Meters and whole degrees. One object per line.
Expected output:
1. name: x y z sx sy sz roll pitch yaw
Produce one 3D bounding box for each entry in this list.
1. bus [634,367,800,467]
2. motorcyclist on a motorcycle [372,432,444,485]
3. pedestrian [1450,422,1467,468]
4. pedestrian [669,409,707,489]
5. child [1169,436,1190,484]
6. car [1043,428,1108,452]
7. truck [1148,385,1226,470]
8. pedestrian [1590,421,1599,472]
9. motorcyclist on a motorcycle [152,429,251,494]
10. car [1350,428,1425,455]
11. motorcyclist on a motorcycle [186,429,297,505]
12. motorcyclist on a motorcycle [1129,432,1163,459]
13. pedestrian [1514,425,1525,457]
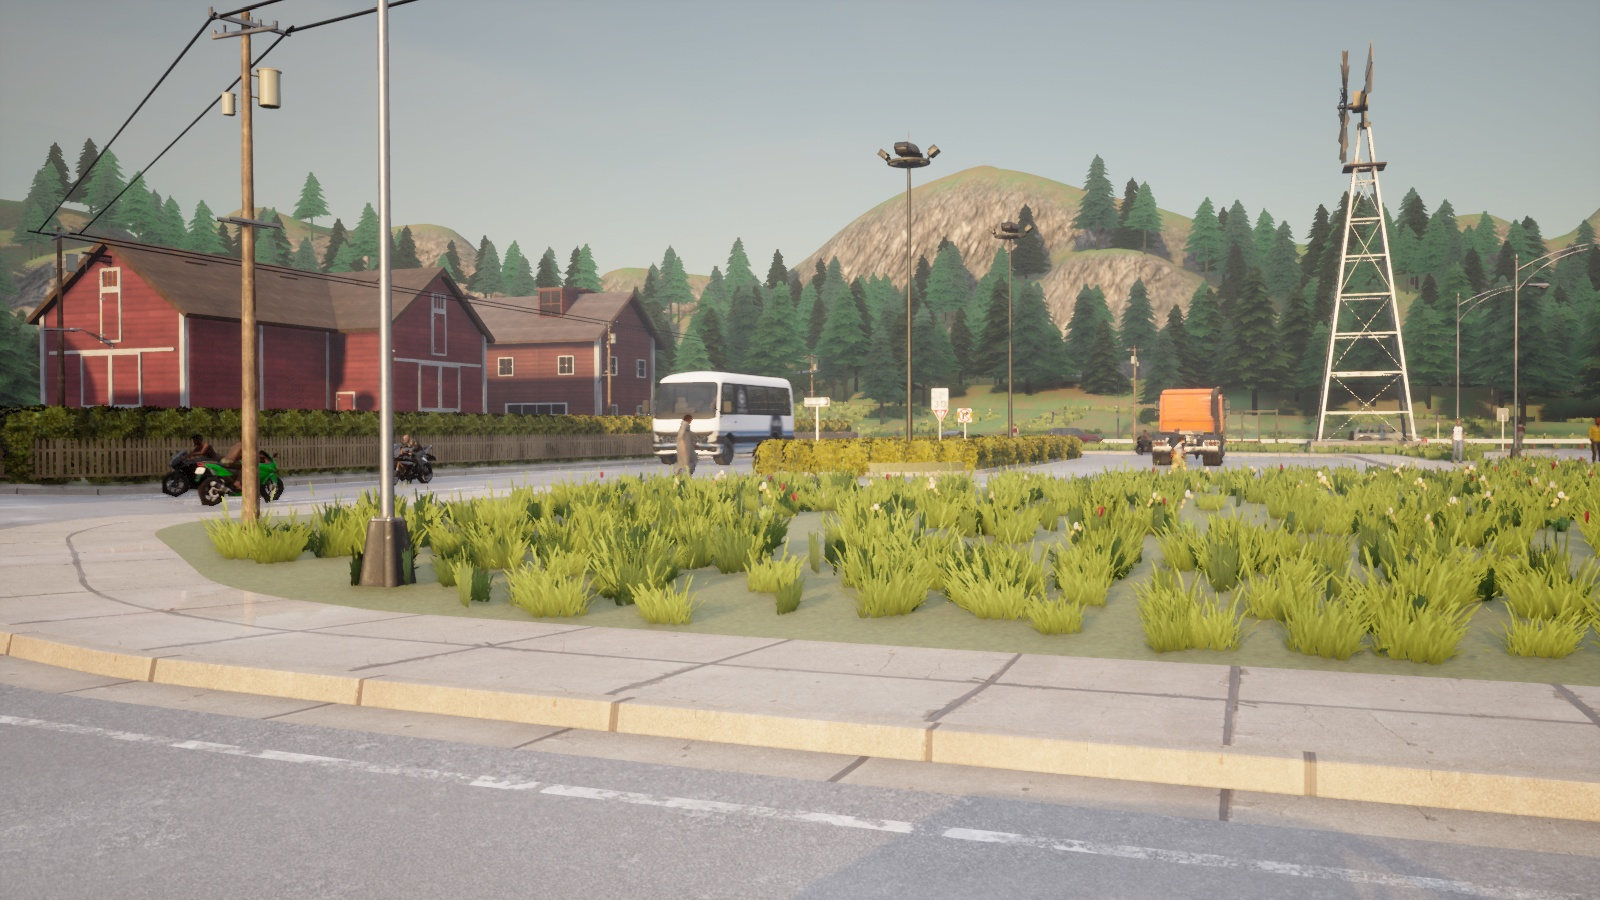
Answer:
1. bus: -3.637 -1.508 58.970 3.944 4.253 10.273 1 1 20
2. motorcyclist on a motorcycle: -11.596 0.222 37.219 0.866 1.530 2.191 1 1 20
3. pedestrian: 26.082 -0.207 49.732 0.354 1.836 0.706 0 1 5
4. pedestrian: -2.779 -0.028 31.195 0.873 1.952 0.659 0 1 -12
5. child: 10.090 0.265 33.401 0.437 1.263 0.270 0 1 -9
6. car: 20.911 -0.767 95.565 4.553 1.767 2.097 0 1 3
7. truck: 17.088 -0.974 55.106 2.891 3.462 7.936 1 1 20
8. pedestrian: 28.431 -0.127 44.712 0.370 1.835 0.726 1 1 20
9. motorcyclist on a motorcycle: -14.575 0.263 30.616 0.797 1.523 2.044 1 1 35
10. car: 41.255 -0.612 88.262 4.605 1.855 1.932 0 1 20
11. motorcyclist on a motorcycle: -11.998 0.332 27.040 0.797 1.523 2.044 1 2 34
12. motorcyclist on a motorcycle: 19.998 -0.280 72.624 0.797 1.523 2.044 -1 1 -21
13. pedestrian: 43.545 -0.571 75.968 0.402 1.930 0.666 0 1 15
